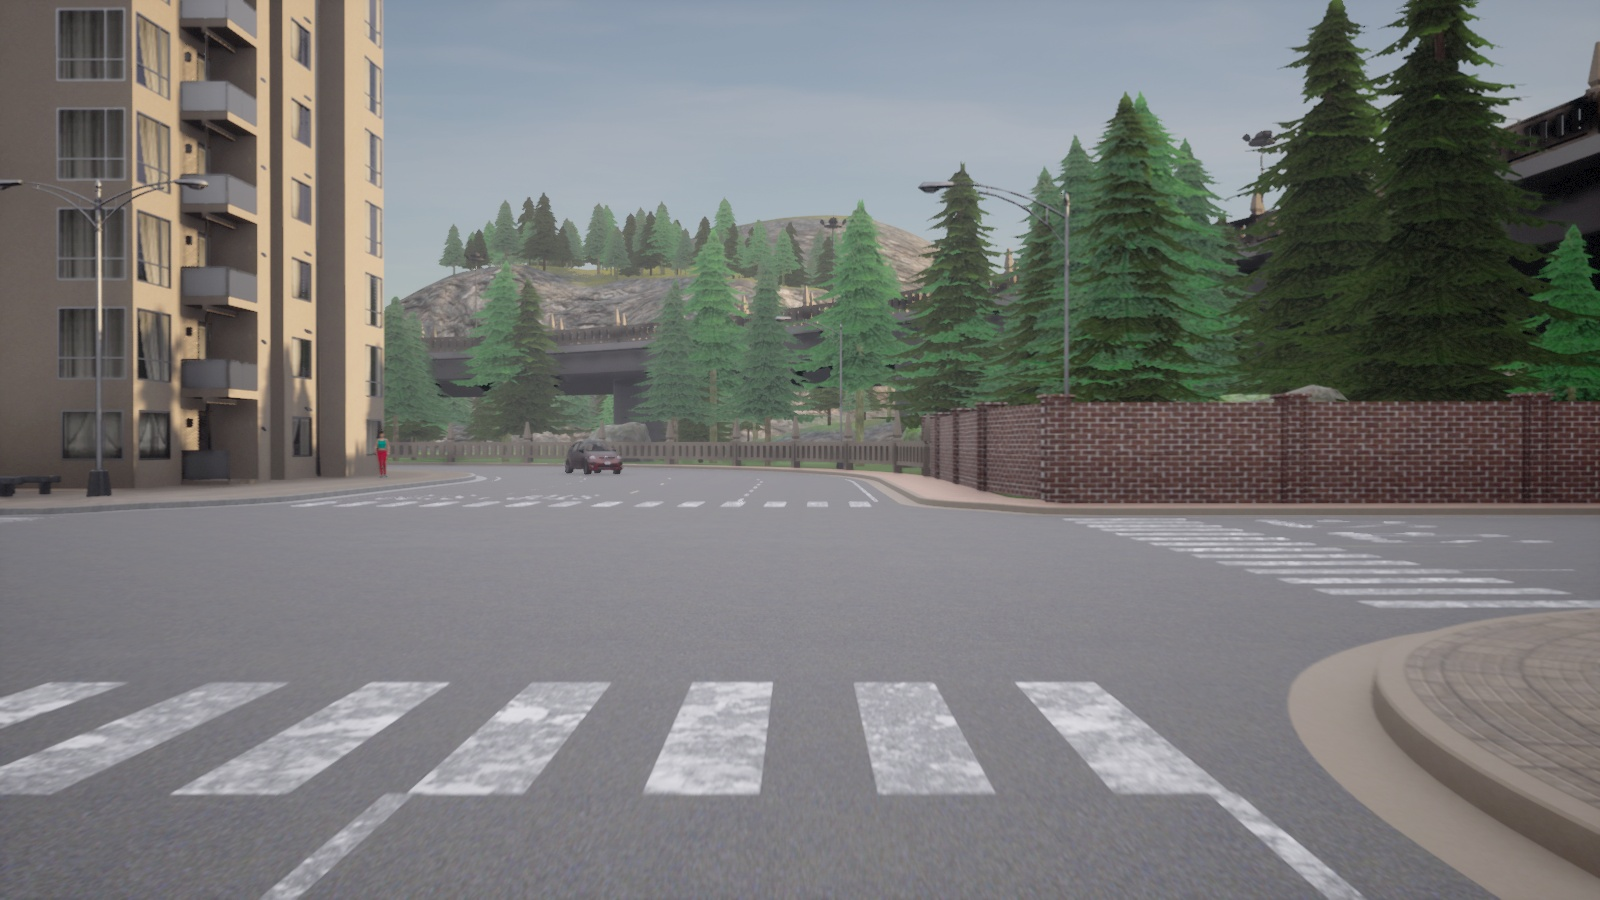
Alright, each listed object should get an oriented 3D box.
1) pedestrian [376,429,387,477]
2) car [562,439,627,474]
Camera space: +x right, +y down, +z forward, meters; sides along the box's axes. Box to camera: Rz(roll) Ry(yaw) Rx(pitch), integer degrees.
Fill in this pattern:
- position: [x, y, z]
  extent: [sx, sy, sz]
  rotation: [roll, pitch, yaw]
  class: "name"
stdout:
- position: [-16.076, 0.116, 48.233]
  extent: [0.345, 1.836, 0.594]
  rotation: [0, 0, -10]
  class: "pedestrian"
- position: [-9.870, 0.298, 60.132]
  extent: [1.851, 1.617, 3.988]
  rotation: [0, 0, -29]
  class: "car"
